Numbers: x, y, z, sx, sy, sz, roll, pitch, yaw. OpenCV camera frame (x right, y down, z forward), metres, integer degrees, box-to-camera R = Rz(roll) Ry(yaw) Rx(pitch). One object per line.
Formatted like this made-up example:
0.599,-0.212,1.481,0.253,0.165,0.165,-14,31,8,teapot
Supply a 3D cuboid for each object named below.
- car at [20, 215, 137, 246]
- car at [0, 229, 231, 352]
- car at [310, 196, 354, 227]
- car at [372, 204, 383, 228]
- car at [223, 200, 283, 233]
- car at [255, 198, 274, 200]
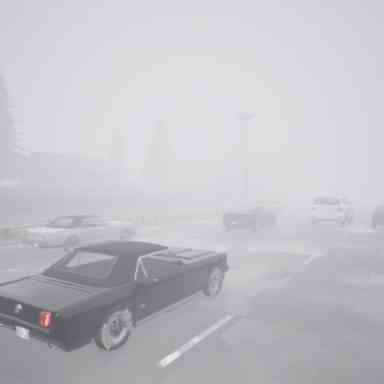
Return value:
-4.473,1.629,14.016,1.895,1.301,4.718,0,0,33,car
-1.077,1.613,6.352,1.895,1.301,4.718,0,0,33,car
10.027,1.264,23.646,2.150,2.045,5.566,0,0,33,car
12.917,1.512,21.669,1.882,1.535,5.008,0,0,33,car
3.631,1.513,20.163,1.882,1.535,5.008,0,0,33,car
7.286,1.408,32.334,2.097,1.767,4.553,0,0,33,car
